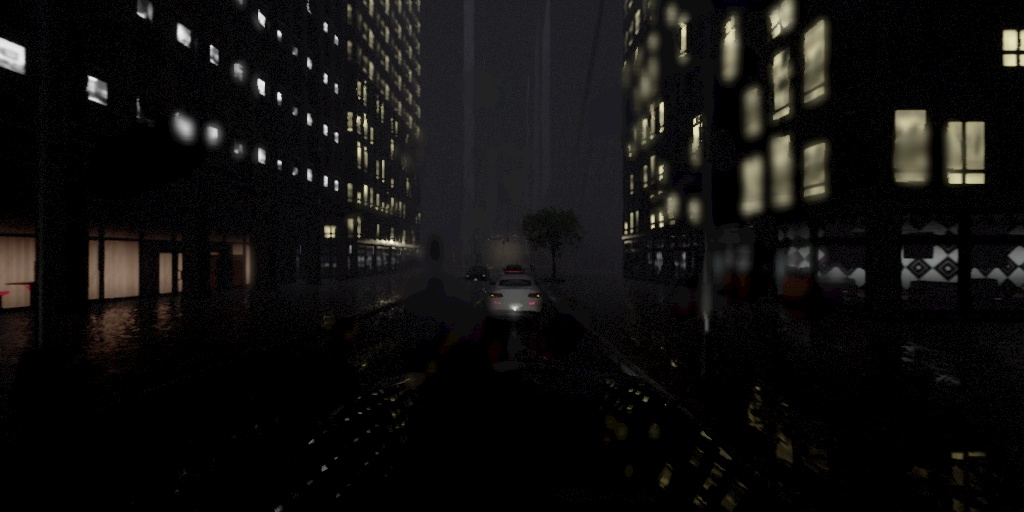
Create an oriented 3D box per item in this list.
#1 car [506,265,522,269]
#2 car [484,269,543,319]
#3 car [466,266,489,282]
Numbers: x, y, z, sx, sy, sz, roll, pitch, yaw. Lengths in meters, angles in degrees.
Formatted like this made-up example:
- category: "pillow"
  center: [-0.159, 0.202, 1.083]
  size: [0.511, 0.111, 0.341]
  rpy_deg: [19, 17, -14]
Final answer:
- category: "car"
  center: [0.181, 1.582, 34.097]
  size: [1.837, 1.490, 4.892]
  rpy_deg: [0, -1, 0]
- category: "car"
  center: [0.117, 1.390, 13.383]
  size: [1.812, 1.442, 4.674]
  rpy_deg: [0, 0, 0]
- category: "car"
  center: [-3.020, 1.610, 32.733]
  size: [2.033, 1.411, 5.357]
  rpy_deg: [0, -1, 0]
